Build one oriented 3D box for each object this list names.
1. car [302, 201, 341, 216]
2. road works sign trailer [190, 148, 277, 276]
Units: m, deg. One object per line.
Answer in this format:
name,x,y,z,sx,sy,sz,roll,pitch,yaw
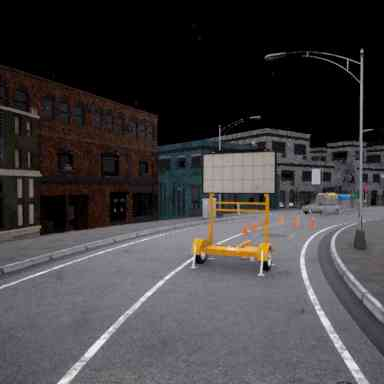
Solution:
car,13.035,1.619,33.453,4.718,1.301,1.895,0,1,-41
road works sign trailer,1.522,0.461,10.620,2.380,3.560,2.880,0,0,24
